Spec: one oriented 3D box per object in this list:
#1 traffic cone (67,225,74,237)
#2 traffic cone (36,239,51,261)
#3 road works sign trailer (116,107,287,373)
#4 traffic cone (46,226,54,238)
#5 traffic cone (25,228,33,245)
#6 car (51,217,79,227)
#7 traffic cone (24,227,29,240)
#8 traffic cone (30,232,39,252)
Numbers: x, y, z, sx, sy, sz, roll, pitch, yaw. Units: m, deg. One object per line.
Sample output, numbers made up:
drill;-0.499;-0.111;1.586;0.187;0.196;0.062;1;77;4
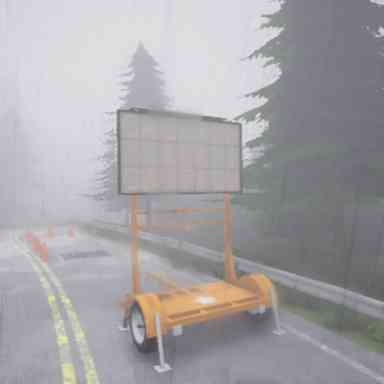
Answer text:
traffic cone;-6.342;2.027;17.371;0.340;0.580;0.340;0;-1;-31
traffic cone;-4.967;1.977;11.200;0.340;0.580;0.340;0;0;-31
road works sign trailer;-0.213;0.438;5.859;2.380;3.560;2.880;-1;0;-30
traffic cone;-7.198;2.030;16.860;0.340;0.580;0.340;0;-1;-31
traffic cone;-7.024;2.003;14.632;0.340;0.580;0.340;0;-1;-31
car;-14.986;3.706;40.019;1.882;1.535;5.008;-3;-8;8
traffic cone;-8.055;2.035;16.349;0.340;0.580;0.340;0;-1;-31
traffic cone;-5.993;1.985;12.913;0.340;0.580;0.340;0;0;-31
